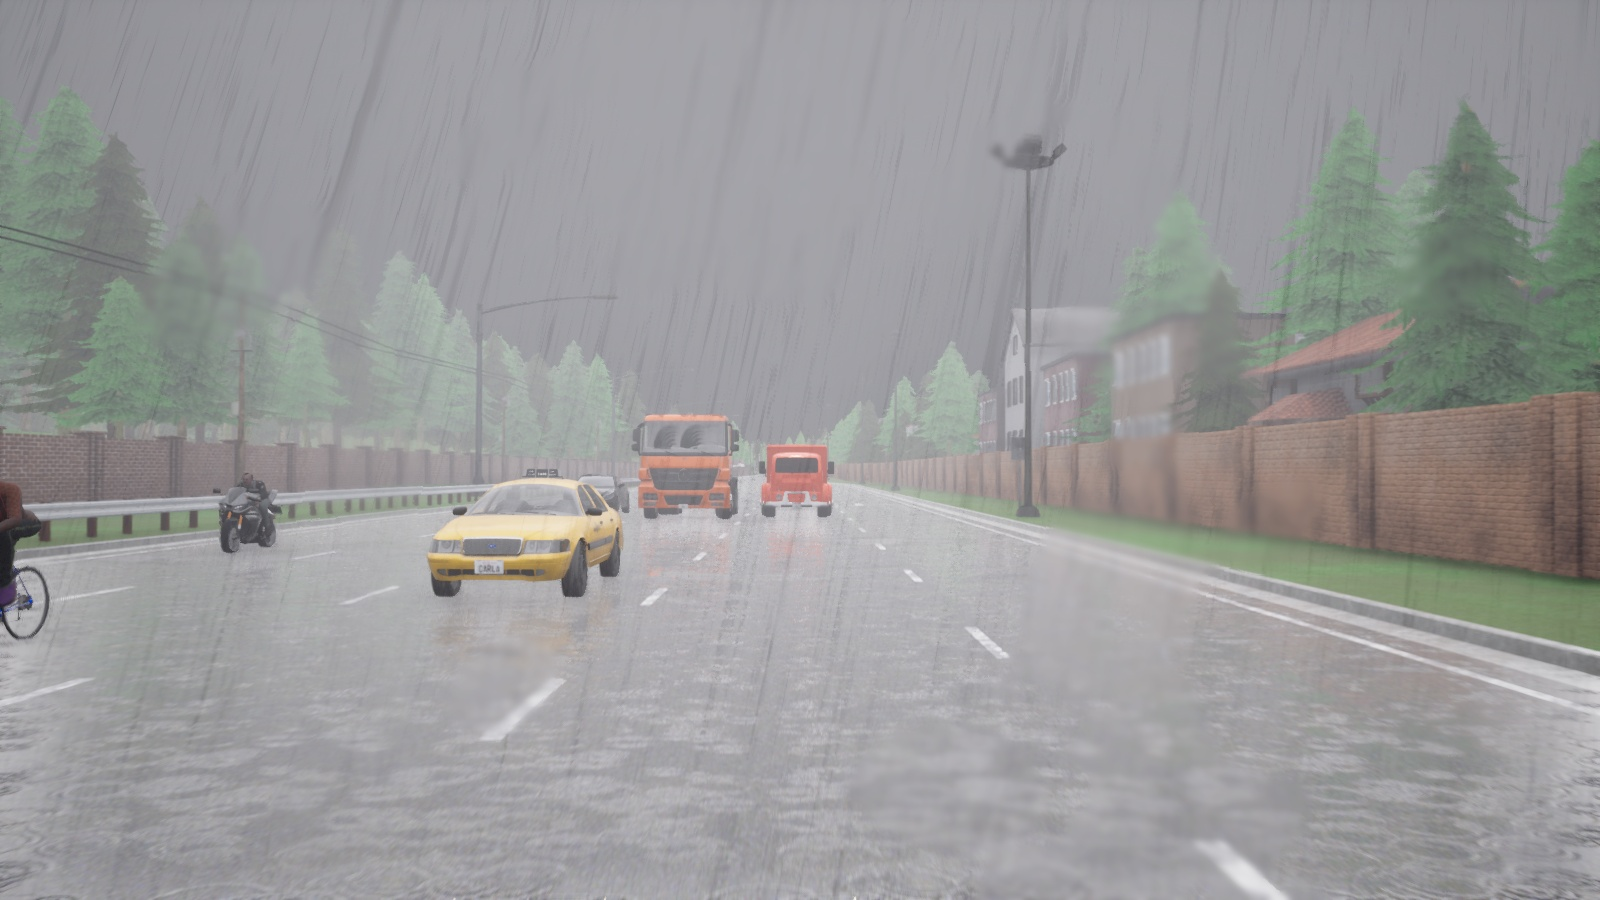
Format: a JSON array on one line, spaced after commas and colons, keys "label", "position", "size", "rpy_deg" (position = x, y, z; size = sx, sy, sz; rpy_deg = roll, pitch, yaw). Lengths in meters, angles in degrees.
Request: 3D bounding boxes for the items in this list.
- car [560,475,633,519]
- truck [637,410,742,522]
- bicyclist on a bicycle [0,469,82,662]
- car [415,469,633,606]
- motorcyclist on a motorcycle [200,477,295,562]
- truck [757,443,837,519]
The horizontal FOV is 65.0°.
[{"label": "car", "position": [-7.110, 1.611, 44.319], "size": [1.812, 1.442, 4.674], "rpy_deg": [0, -1, 0]}, {"label": "truck", "position": [-3.610, 0.564, 42.832], "size": [2.891, 3.462, 7.936], "rpy_deg": [0, -1, 0]}, {"label": "bicyclist on a bicycle", "position": [-7.027, 0.979, 10.947], "size": [0.582, 1.620, 1.656], "rpy_deg": [0, -1, 0]}, {"label": "car", "position": [-3.543, 1.055, 17.177], "size": [1.801, 1.575, 5.366], "rpy_deg": [0, -1, 0]}, {"label": "motorcyclist on a motorcycle", "position": [-10.560, 1.295, 24.093], "size": [0.866, 1.530, 2.191], "rpy_deg": [0, -1, 0]}, {"label": "truck", "position": [-0.110, 1.062, 43.797], "size": [2.627, 2.467, 5.204], "rpy_deg": [0, -1, 0]}]
